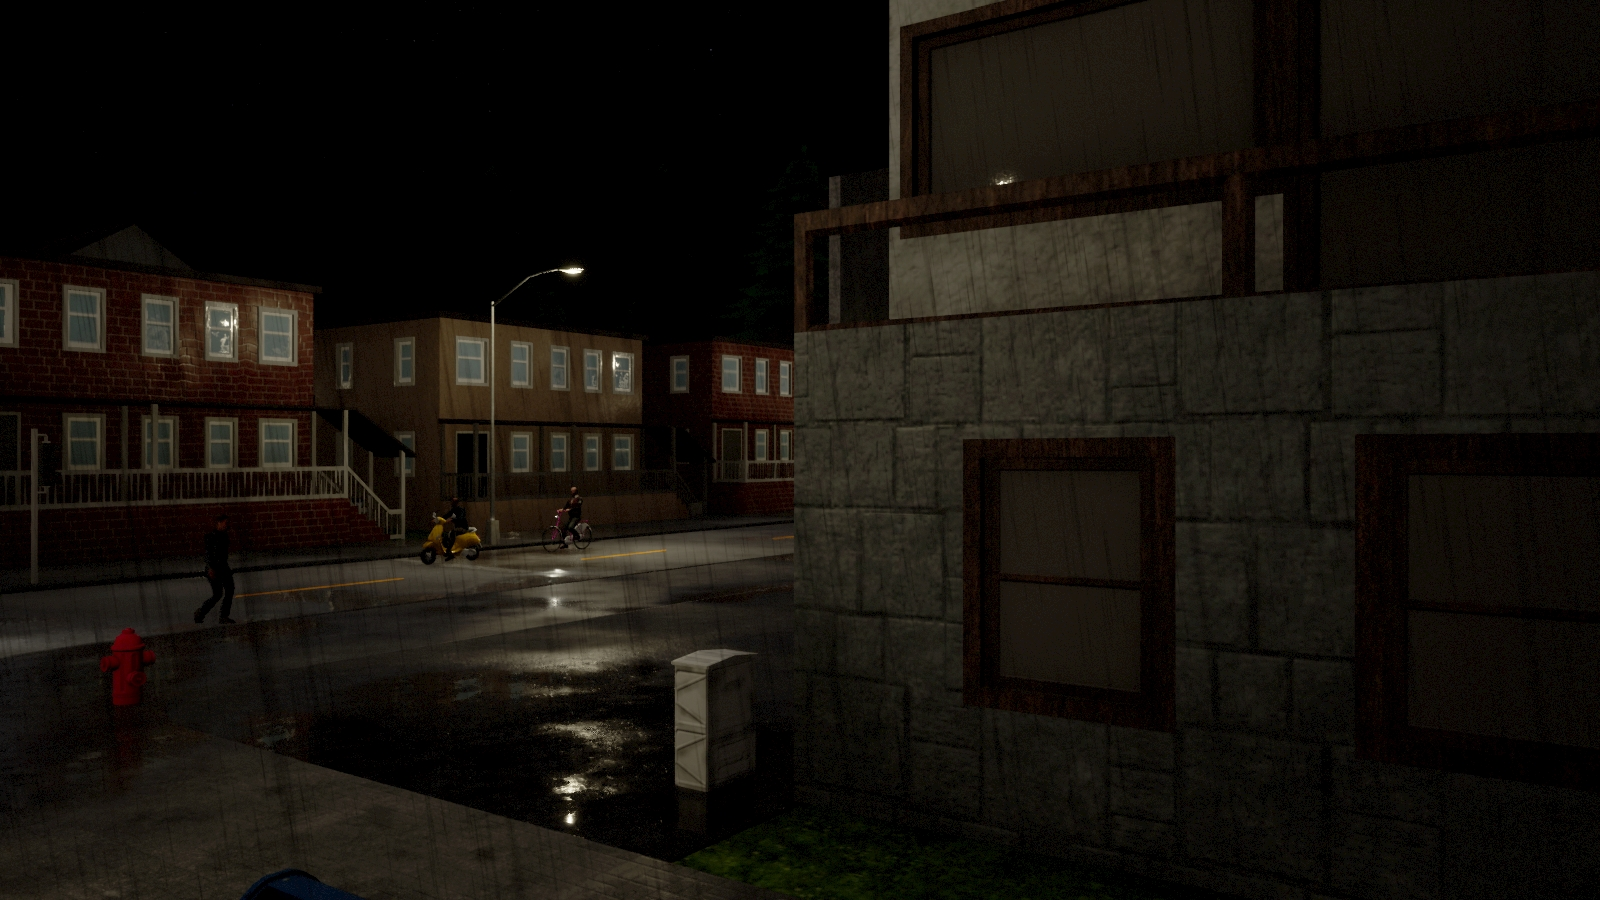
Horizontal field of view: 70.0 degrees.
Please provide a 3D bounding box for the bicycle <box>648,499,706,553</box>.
[{"bbox_3d":[-3.119,1.932,29.174,0.329,1.271,1.835,0,0,35],"label":"bicycle"}]

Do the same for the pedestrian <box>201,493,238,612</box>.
[{"bbox_3d":[-9.264,1.621,18.233,0.375,1.860,0.375,0,0,15],"label":"pedestrian"}]
